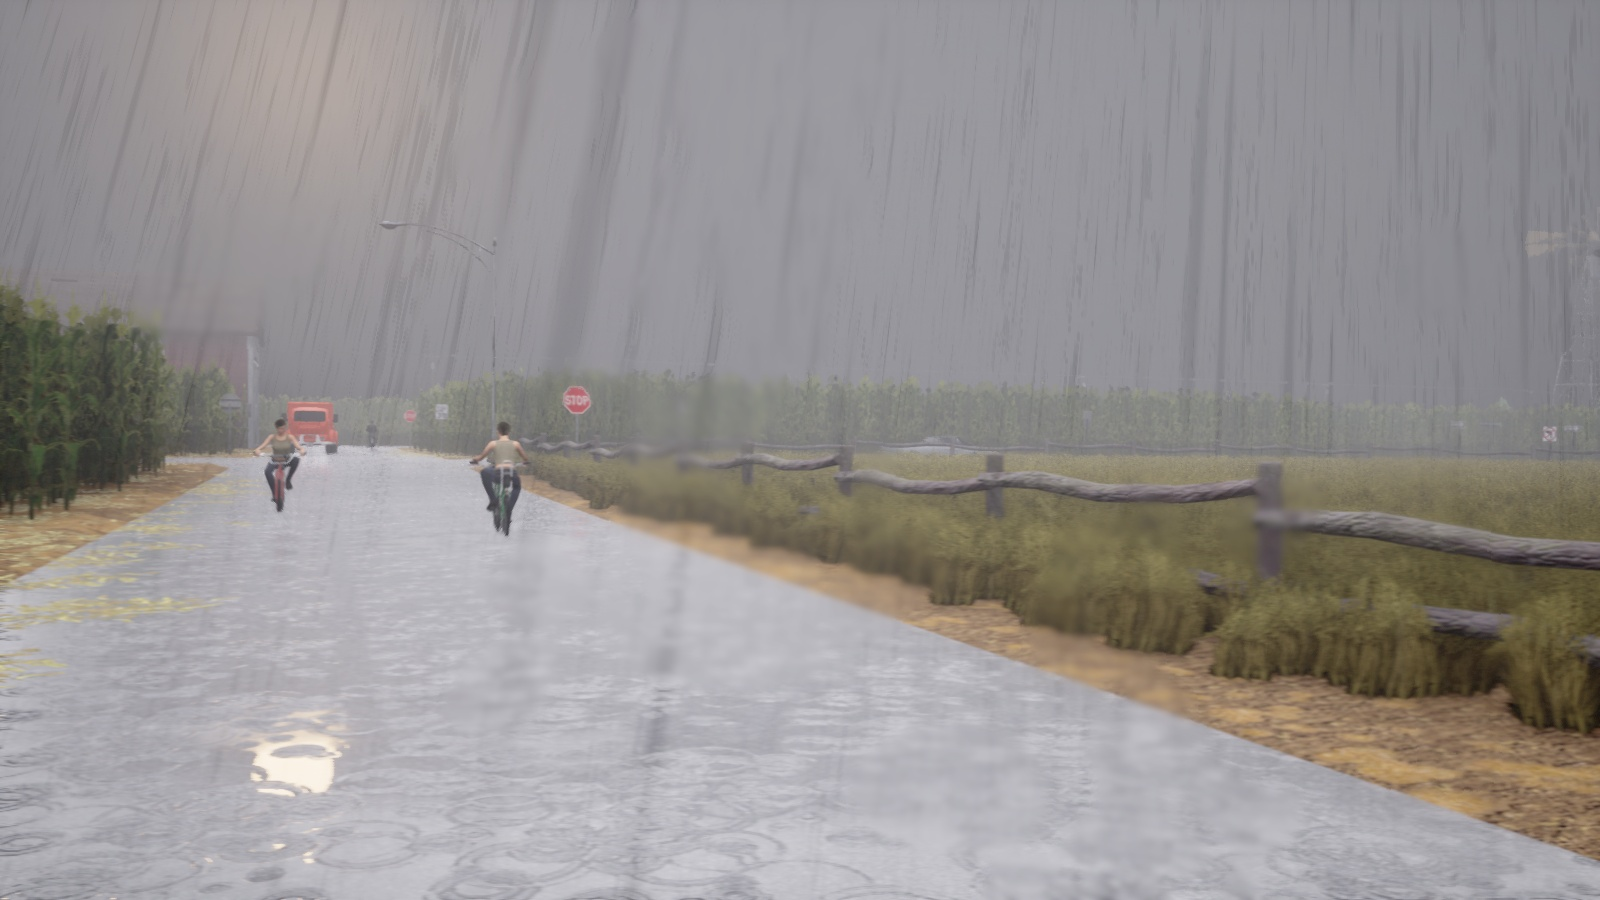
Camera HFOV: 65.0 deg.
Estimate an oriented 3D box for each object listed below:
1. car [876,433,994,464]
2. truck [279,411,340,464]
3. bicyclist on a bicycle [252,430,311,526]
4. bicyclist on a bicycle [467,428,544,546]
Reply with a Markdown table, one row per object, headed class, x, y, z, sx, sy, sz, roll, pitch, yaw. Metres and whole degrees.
| class | x | y | z | sx | sy | sz | roll | pitch | yaw |
| --- | --- | --- | --- | --- | --- | --- | --- | --- | --- |
| car | 5.816 | -0.078 | 54.236 | 4.718 | 1.301 | 1.895 | 0 | 1 | -20 |
| truck | -23.984 | -0.577 | 61.525 | 2.627 | 2.467 | 5.204 | -1 | 0 | -21 |
| bicyclist on a bicycle | -9.047 | 0.460 | 21.959 | 0.866 | 1.612 | 1.509 | -1 | 1 | -20 |
| bicyclist on a bicycle | -4.230 | 0.492 | 17.969 | 0.866 | 1.612 | 1.509 | -1 | 1 | -21 |
